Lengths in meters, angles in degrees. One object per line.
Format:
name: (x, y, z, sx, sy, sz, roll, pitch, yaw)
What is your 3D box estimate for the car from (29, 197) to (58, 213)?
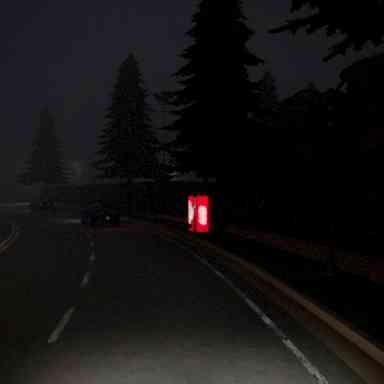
car: (-16.701, 1.386, 37.204, 2.097, 1.767, 4.553, 0, 0, -39)

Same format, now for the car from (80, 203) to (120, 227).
car: (-6.437, 1.482, 23.064, 1.882, 1.535, 5.008, 0, 0, -28)
